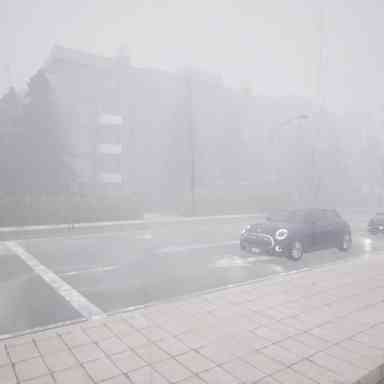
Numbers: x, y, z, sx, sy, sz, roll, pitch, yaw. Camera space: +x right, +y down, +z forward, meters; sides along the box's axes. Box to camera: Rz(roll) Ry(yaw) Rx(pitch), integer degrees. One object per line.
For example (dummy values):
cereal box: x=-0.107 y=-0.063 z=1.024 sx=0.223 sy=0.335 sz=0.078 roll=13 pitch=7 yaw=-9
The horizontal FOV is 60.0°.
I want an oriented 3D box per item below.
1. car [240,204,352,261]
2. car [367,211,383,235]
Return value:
car: x=3.920 y=1.352 z=12.406 sx=4.553 sy=1.767 sz=2.097 roll=0 pitch=0 yaw=-36
car: x=11.233 y=1.505 z=17.711 sx=4.892 sy=1.490 sz=1.837 roll=0 pitch=0 yaw=-36
